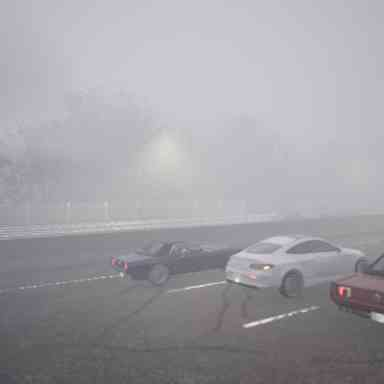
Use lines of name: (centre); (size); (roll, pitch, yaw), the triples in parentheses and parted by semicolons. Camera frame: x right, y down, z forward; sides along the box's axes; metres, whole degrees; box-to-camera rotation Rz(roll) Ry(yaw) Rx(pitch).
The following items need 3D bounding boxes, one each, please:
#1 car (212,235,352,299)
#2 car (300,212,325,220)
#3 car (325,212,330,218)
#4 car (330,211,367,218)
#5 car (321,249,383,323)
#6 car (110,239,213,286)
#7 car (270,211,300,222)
car: (3.140, 1.975, 9.629); (4.674, 1.442, 1.812); (0, -4, -30)
car: (16.230, 3.299, 41.768); (4.674, 1.442, 1.812); (0, -4, -30)
car: (18.469, 3.019, 39.034); (4.902, 1.511, 2.128); (0, -4, -30)
car: (16.752, 2.907, 33.985); (4.718, 1.301, 1.895); (0, -4, -30)
car: (5.054, 1.805, 6.697); (4.718, 1.301, 1.895); (0, -4, -30)
car: (-0.303, 2.304, 11.659); (4.718, 1.301, 1.895); (0, -4, -30)
car: (12.443, 3.381, 43.610); (4.553, 1.767, 2.097); (0, -4, -30)
